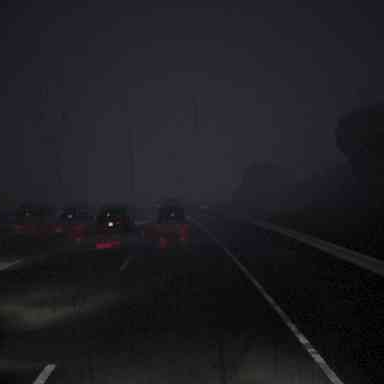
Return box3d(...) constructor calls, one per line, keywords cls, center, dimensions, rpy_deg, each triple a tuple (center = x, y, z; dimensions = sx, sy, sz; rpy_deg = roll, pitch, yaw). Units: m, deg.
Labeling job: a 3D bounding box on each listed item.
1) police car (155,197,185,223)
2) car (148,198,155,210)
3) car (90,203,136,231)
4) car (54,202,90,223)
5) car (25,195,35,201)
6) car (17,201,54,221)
box3d(cls="police car", center=(-1.623, 1.353, 25.220), dimensions=(1.930, 1.638, 5.238), rpy_deg=(0, 0, -7))
box3d(cls="car", center=(-4.328, 1.409, 41.718), dimensions=(1.812, 1.442, 4.674), rpy_deg=(0, 0, -11))
box3d(cls="car", center=(-4.566, 1.452, 20.145), dimensions=(1.837, 1.490, 4.892), rpy_deg=(0, 0, -5))
box3d(cls="car", center=(-8.659, 1.464, 25.165), dimensions=(1.812, 1.442, 4.674), rpy_deg=(0, 0, -7))
box3d(cls="car", center=(-37.304, 1.356, 76.498), dimensions=(1.812, 1.442, 4.674), rpy_deg=(0, 0, -23))
box3d(cls="car", center=(-12.425, 1.431, 26.896), dimensions=(2.128, 1.511, 4.902), rpy_deg=(0, 0, -8))
